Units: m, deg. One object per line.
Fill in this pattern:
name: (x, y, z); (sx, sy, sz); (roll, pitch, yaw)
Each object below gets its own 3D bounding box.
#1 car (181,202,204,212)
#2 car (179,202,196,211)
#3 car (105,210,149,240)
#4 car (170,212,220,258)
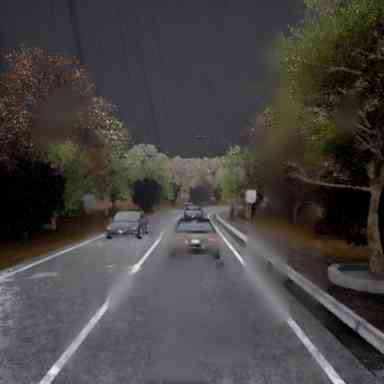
car: (0.188, 2.077, 33.694); (2.128, 1.511, 4.902); (0, -1, 1)
car: (-0.721, 2.575, 60.407); (2.128, 1.511, 4.902); (1, -1, 12)
car: (-3.589, 1.810, 19.186); (1.837, 1.490, 4.892); (0, -1, 0)
car: (0.102, 1.745, 13.596); (2.033, 1.411, 5.357); (0, -1, 0)
